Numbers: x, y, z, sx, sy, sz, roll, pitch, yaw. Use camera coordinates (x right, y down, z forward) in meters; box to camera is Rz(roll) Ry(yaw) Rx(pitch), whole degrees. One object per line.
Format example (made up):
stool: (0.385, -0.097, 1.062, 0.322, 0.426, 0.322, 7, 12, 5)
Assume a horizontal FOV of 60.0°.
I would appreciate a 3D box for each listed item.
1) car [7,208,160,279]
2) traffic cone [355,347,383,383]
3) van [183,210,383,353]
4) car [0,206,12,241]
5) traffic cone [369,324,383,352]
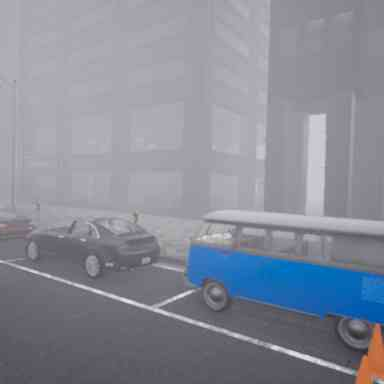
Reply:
car: (-2.856, 1.310, 9.097, 4.403, 1.369, 2.008, 2, 1, 35)
traffic cone: (1.729, 1.944, 3.343, 0.340, 0.580, 0.340, 2, 1, 35)
van: (1.743, 1.284, 5.831, 3.998, 1.788, 1.690, 2, 1, 35)
car: (-7.449, 1.158, 12.360, 4.206, 1.307, 1.802, 2, 1, 35)
traffic cone: (2.308, 1.945, 4.158, 0.340, 0.580, 0.340, 2, 1, 35)
